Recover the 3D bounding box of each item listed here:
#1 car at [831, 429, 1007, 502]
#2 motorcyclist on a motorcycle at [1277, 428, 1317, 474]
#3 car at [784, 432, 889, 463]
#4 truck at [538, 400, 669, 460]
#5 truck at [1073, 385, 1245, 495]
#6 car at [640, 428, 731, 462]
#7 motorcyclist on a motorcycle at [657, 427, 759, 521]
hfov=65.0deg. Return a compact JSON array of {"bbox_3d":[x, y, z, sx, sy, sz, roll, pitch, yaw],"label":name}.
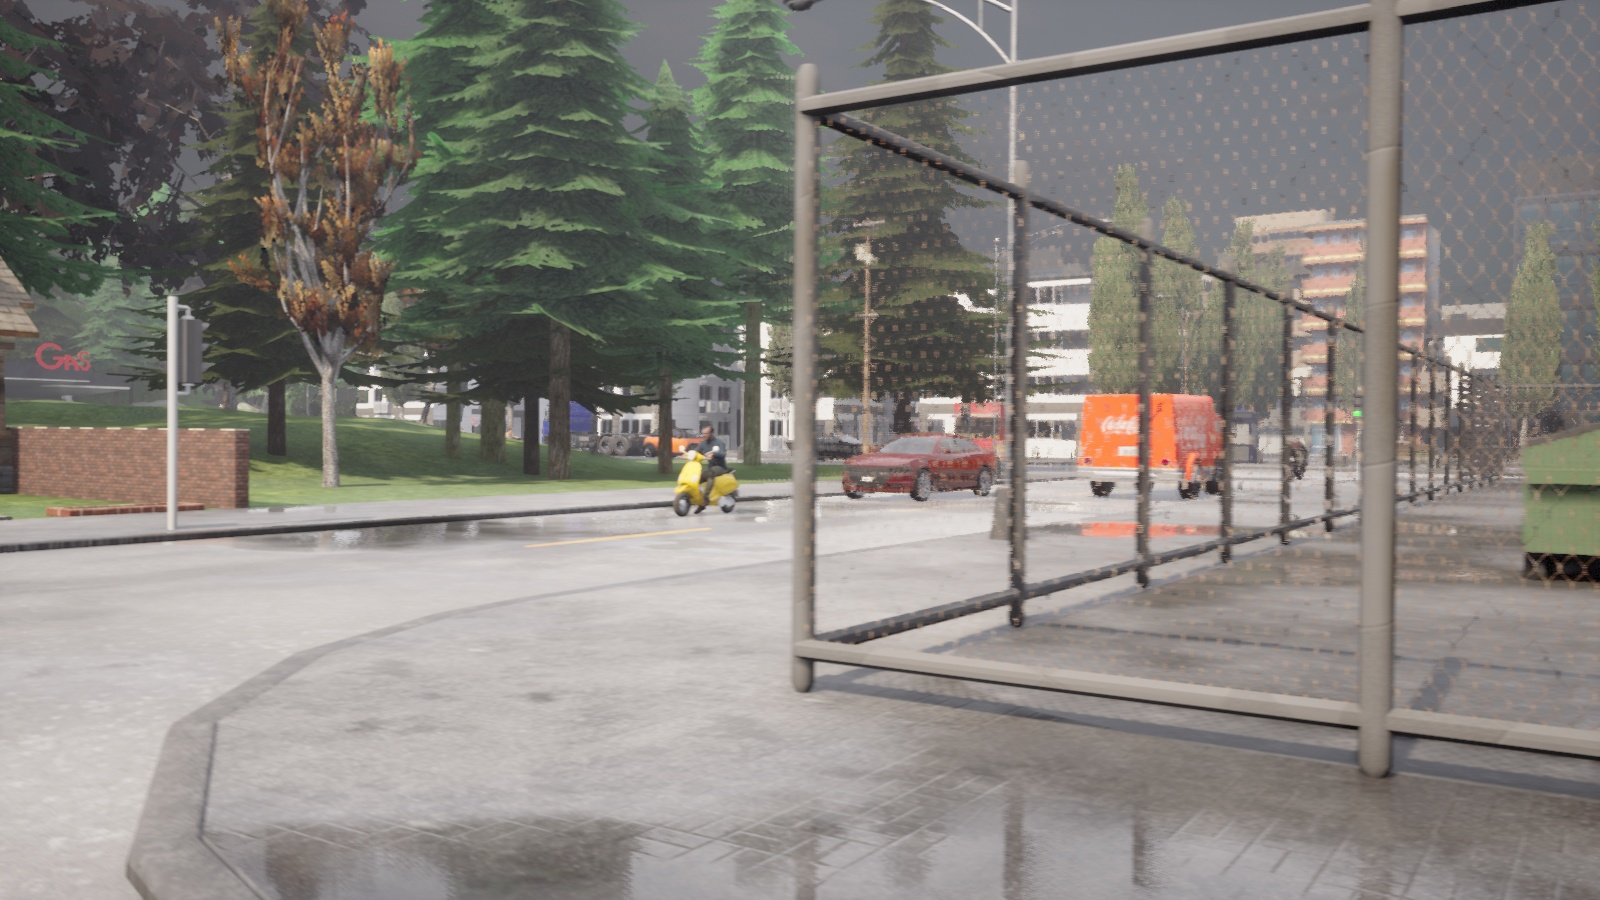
[{"bbox_3d":[2.849,0.287,28.973,1.882,1.535,5.008,0,1,34],"label":"car"},{"bbox_3d":[17.139,0.020,43.275,0.866,1.530,2.191,0,1,34],"label":"motorcyclist on a motorcycle"},{"bbox_3d":[1.789,-0.140,62.475,4.792,1.488,2.163,0,1,34],"label":"car"},{"bbox_3d":[-12.011,-1.189,76.401,7.936,3.462,2.891,0,1,34],"label":"truck"},{"bbox_3d":[8.938,-0.260,30.916,2.627,2.467,5.204,0,1,34],"label":"truck"},{"bbox_3d":[-6.212,-0.282,67.760,4.553,1.767,2.097,0,1,34],"label":"car"},{"bbox_3d":[-1.610,0.394,22.274,0.866,1.590,1.817,0,1,33],"label":"motorcyclist on a motorcycle"}]
